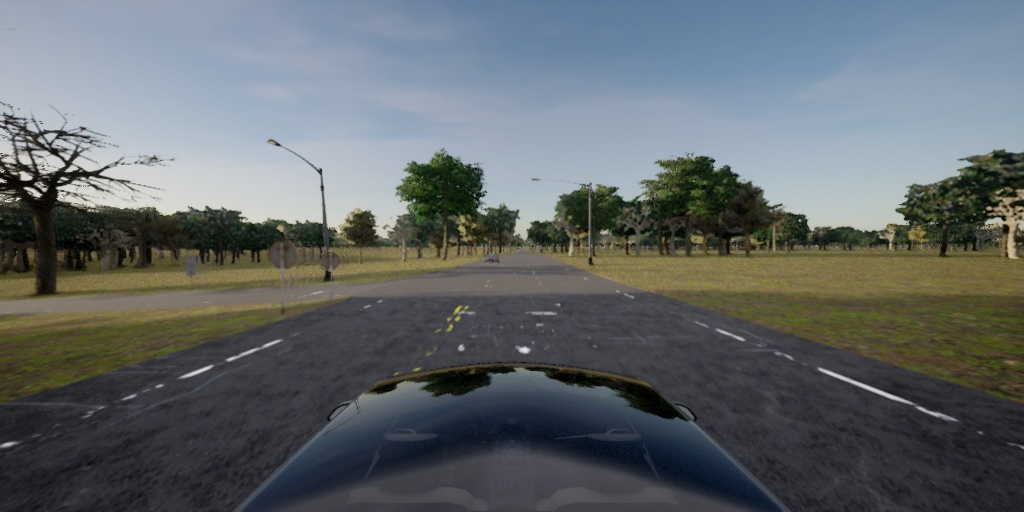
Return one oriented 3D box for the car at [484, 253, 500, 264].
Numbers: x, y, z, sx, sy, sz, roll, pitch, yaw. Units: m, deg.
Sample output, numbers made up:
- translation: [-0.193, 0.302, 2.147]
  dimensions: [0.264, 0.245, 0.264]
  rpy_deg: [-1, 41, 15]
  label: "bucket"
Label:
- translation: [-2.793, 0.331, 50.475]
  dimensions: [1.994, 1.385, 4.181]
  rpy_deg: [0, 1, 2]
  label: "car"
